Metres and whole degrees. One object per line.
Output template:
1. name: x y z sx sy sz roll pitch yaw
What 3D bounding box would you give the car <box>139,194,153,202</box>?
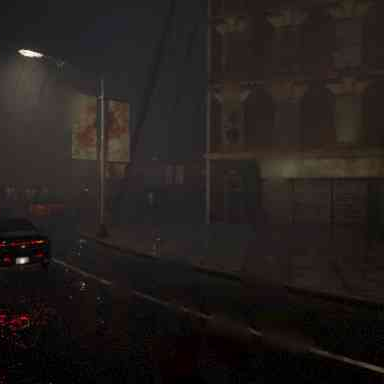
1. car: -12.013 1.440 87.706 2.435 2.045 5.566 0 0 16

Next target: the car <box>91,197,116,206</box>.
1. car: -14.500 1.626 55.948 1.812 1.442 4.674 0 0 17

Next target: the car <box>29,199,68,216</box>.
1. car: -13.017 1.381 30.518 2.097 1.767 4.553 0 0 -1

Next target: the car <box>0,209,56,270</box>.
1. car: -5.892 1.508 10.383 1.837 1.490 4.892 0 0 -40

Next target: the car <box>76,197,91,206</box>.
1. car: -17.800 1.591 57.112 1.837 1.490 4.892 0 0 17
